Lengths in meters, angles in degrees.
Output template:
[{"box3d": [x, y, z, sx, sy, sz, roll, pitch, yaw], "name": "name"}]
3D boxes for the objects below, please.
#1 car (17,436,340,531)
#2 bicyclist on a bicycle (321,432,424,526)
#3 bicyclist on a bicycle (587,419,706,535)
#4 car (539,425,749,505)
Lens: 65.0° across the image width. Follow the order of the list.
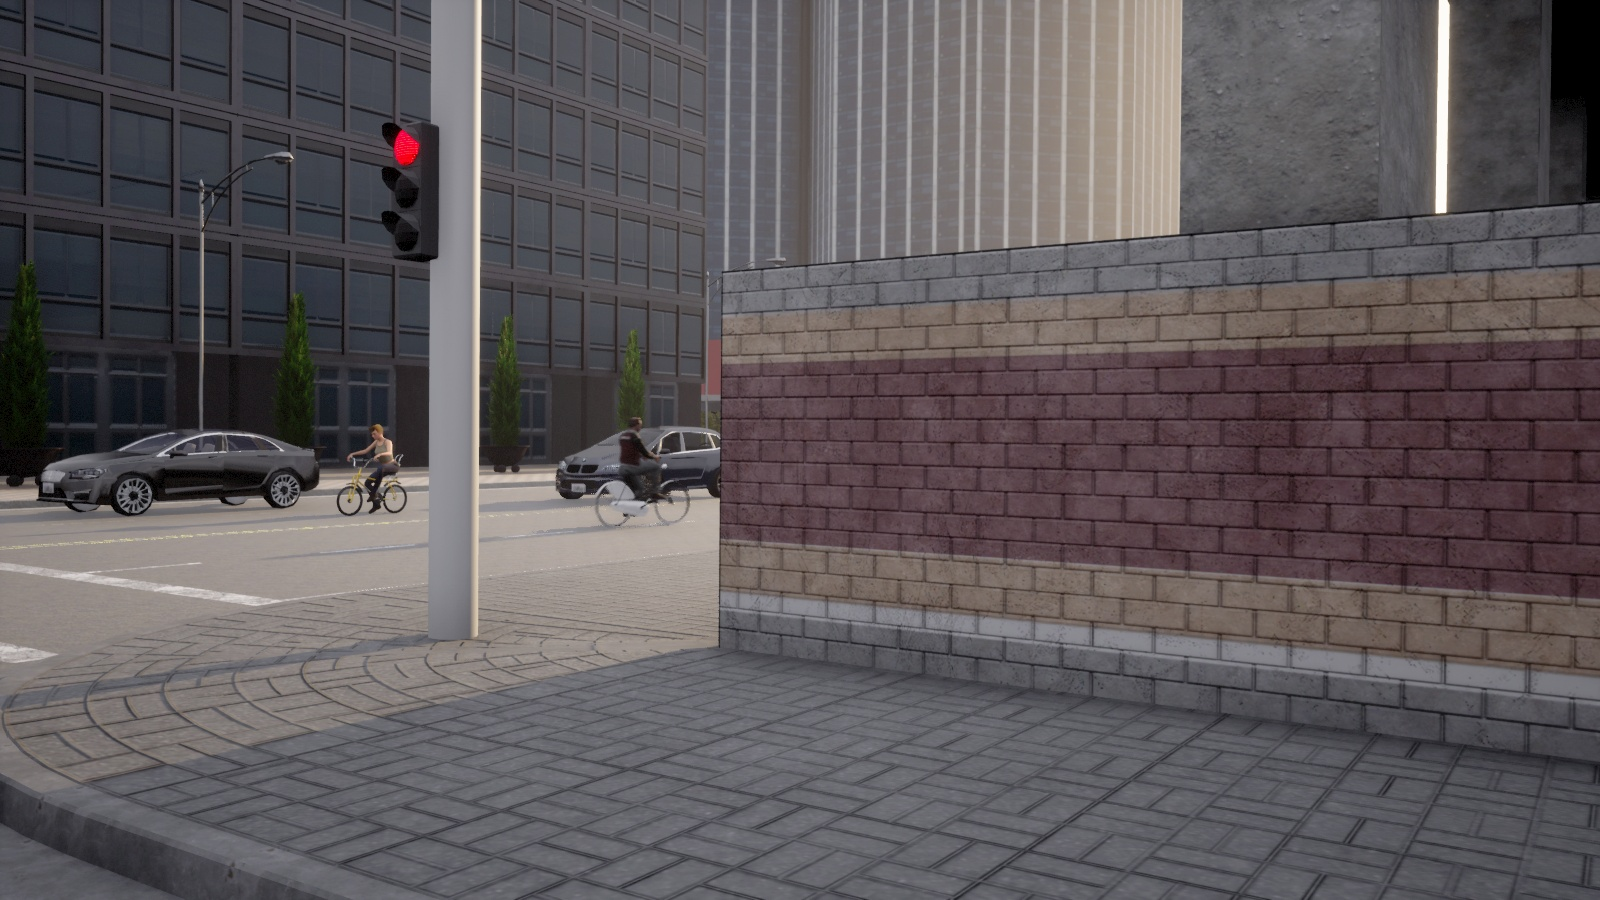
[{"box3d": [-11.276, 0.529, 23.165, 2.128, 1.511, 4.902, 0, 1, 34], "name": "car"}, {"box3d": [-7.597, 0.487, 22.361, 0.866, 1.612, 1.509, 0, 1, 34], "name": "bicyclist on a bicycle"}, {"box3d": [-2.463, 0.403, 20.275, 1.843, 1.776, 0.659, -2, 1, -42], "name": "bicyclist on a bicycle"}, {"box3d": [-3.441, 0.272, 28.584, 2.242, 1.667, 4.611, 0, 1, 34], "name": "car"}]
